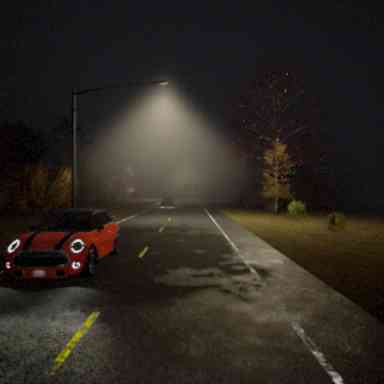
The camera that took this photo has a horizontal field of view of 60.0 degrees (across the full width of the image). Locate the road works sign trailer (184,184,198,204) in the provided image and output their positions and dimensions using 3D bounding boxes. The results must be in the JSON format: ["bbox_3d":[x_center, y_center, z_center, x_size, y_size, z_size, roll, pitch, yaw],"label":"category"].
[{"bbox_3d":[-0.149,0.345,58.273,2.380,3.560,2.880,0,0,0],"label":"road works sign trailer"}]

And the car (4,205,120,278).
[{"bbox_3d":[-3.625,1.329,10.112,2.097,1.767,4.553,0,0,0],"label":"car"}]

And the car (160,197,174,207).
[{"bbox_3d":[-3.710,1.442,50.604,2.033,1.411,5.357,0,0,0],"label":"car"}]
